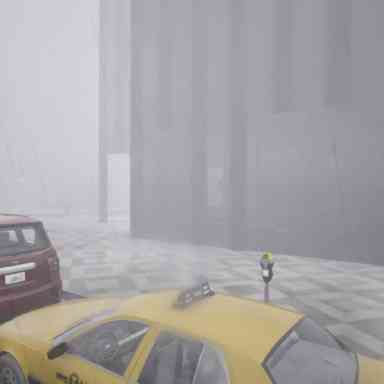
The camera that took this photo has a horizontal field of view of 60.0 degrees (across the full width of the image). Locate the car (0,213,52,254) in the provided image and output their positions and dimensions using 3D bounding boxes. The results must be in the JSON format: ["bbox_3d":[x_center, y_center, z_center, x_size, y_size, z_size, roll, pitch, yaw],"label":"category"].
[{"bbox_3d":[-4.466,1.314,6.155,5.009,1.841,2.192,0,0,36],"label":"car"}]

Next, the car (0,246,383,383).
[{"bbox_3d":[-0.191,1.525,3.099,4.829,1.417,1.752,0,0,36],"label":"car"}]
